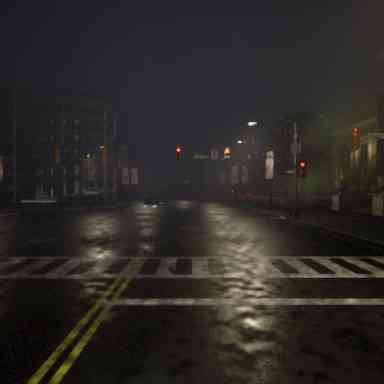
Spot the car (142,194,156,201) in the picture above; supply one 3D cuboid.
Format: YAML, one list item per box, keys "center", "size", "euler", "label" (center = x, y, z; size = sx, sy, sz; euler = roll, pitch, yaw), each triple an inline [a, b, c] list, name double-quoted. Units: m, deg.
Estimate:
- center: [-11.345, 1.433, 87.073]
  size: [1.882, 1.535, 5.008]
  euler: [0, 0, -29]
  label: "car"

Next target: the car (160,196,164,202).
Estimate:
- center: [-7.097, 1.514, 71.983]
  size: [2.033, 1.411, 5.357]
  euler: [0, 0, 0]
  label: "car"

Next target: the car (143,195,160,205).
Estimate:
- center: [-7.063, 1.457, 57.037]
  size: [1.882, 1.535, 5.008]
  euler: [0, 0, 0]
  label: "car"
